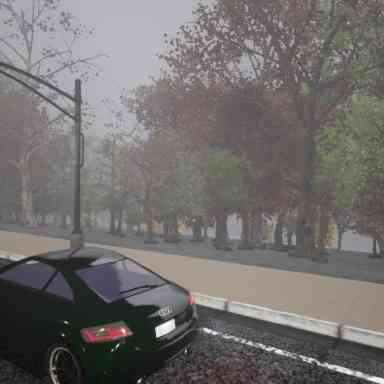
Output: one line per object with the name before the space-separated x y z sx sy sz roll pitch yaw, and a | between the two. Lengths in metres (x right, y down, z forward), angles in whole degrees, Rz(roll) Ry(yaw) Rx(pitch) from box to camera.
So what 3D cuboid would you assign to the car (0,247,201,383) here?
car | -1.939 1.563 5.069 4.181 1.385 1.994 0 0 36
